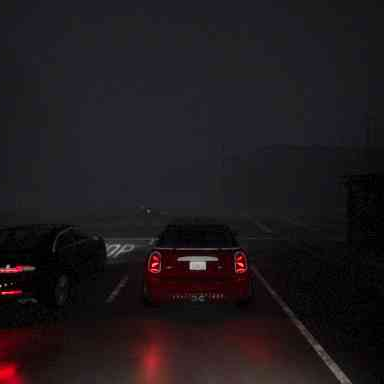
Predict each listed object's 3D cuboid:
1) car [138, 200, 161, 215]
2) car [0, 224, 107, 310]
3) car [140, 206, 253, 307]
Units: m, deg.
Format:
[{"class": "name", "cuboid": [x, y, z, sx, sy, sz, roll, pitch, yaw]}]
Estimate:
[{"class": "car", "cuboid": [-4.179, 1.572, 33.492, 1.812, 1.442, 4.674, 0, 0, -3]}, {"class": "car", "cuboid": [-3.392, 1.491, 7.775, 2.128, 1.511, 4.902, 0, 0, 0]}, {"class": "car", "cuboid": [0.103, 1.352, 8.148, 2.097, 1.767, 4.553, 0, 0, 0]}]
